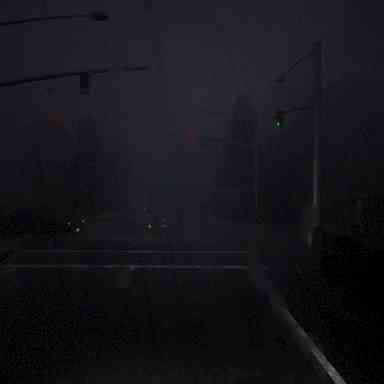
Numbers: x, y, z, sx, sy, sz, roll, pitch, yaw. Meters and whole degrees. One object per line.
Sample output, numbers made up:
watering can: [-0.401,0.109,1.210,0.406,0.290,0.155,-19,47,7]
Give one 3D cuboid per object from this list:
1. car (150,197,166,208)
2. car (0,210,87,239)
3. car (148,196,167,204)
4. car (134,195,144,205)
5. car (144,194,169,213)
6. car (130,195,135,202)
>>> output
car: [-4.984,1.526,48.258,1.812,1.442,4.674,0,0,-12]
car: [-7.921,1.601,17.067,4.718,1.301,1.895,0,0,8]
car: [-6.724,1.547,64.768,2.033,1.411,5.357,0,0,-26]
car: [-8.463,1.502,59.832,1.837,1.490,4.892,0,1,-24]
car: [-3.753,1.221,37.172,2.150,2.045,5.566,0,0,-2]
car: [-12.428,1.433,73.166,5.008,1.535,1.882,0,0,42]
